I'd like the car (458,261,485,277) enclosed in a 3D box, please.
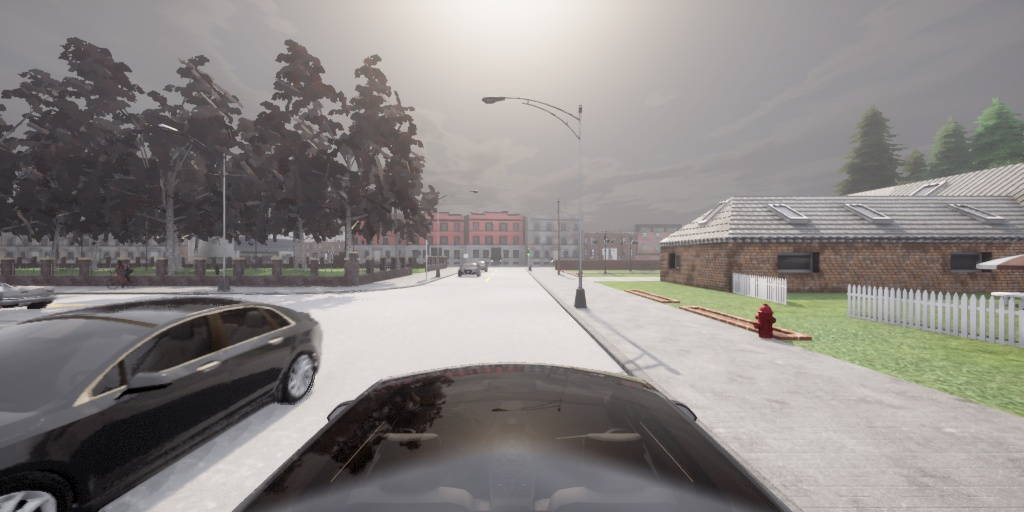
[{"bbox_3d":[-4.125,1.314,35.608,1.994,1.385,4.181,0,0,0],"label":"car"}]

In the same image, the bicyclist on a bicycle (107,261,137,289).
[{"bbox_3d":[-22.656,1.099,20.853,0.582,1.620,1.656,0,0,0],"label":"bicyclist on a bicycle"}]

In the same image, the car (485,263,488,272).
[{"bbox_3d":[-4.109,1.314,45.593,1.994,1.385,4.181,0,0,0],"label":"car"}]

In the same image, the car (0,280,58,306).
[{"bbox_3d":[-19.117,1.351,12.464,4.718,1.301,1.895,0,0,0],"label":"car"}]

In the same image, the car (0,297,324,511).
[{"bbox_3d":[-3.794,1.255,3.522,1.837,1.490,4.892,1,0,1],"label":"car"}]
